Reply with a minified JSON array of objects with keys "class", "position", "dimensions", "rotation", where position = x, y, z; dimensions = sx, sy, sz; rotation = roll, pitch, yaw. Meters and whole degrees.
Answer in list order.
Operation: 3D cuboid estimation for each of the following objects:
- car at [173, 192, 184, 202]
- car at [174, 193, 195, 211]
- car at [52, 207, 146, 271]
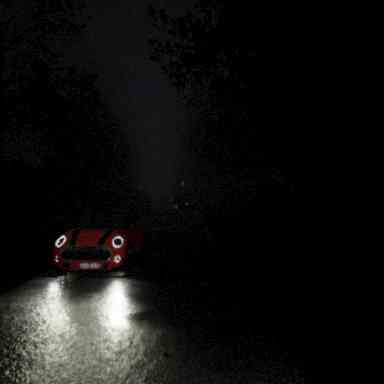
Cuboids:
[{"class":"car","position":[-1.771,0.754,48.257],"dimensions":[2.128,1.511,4.902],"rotation":[0,3,-7]},{"class":"car","position":[-0.700,1.247,37.169],"dimensions":[2.033,1.411,5.357],"rotation":[0,2,-4]},{"class":"car","position":[-2.814,1.360,11.022],"dimensions":[2.097,1.767,4.553],"rotation":[0,0,0]}]
